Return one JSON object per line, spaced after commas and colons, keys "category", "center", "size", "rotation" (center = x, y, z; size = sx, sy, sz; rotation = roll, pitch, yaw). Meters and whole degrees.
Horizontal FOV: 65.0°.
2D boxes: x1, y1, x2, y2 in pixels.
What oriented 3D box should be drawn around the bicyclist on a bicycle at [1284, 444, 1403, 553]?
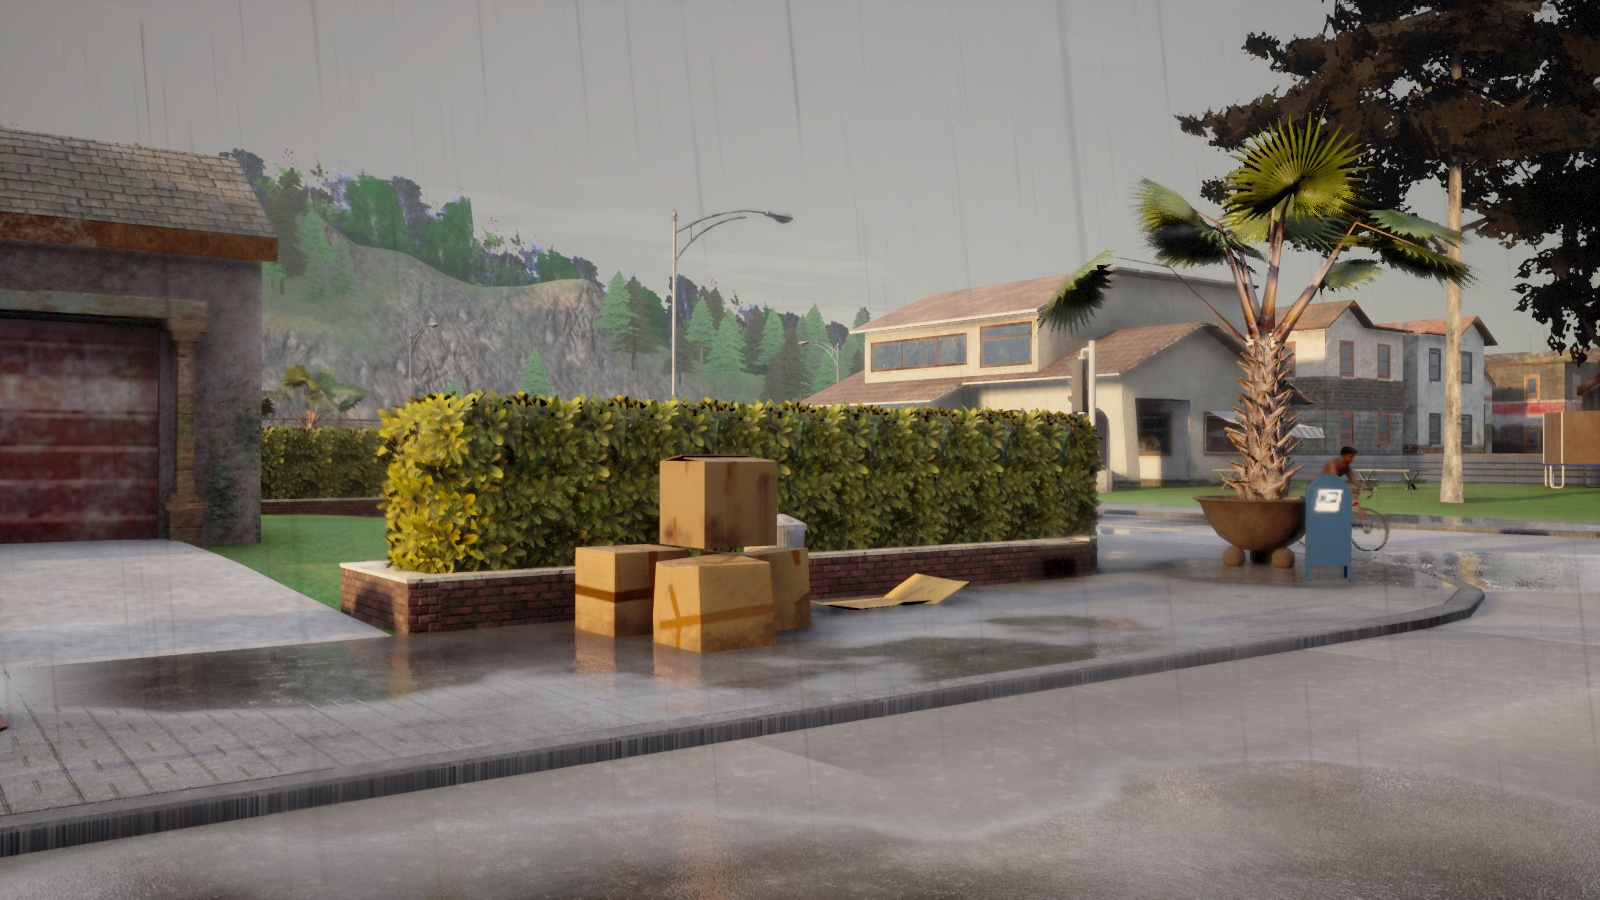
{"category": "bicyclist on a bicycle", "center": [8.441, 0.728, 19.563], "size": [0.582, 1.620, 1.656], "rotation": [-1, 0, -34]}
